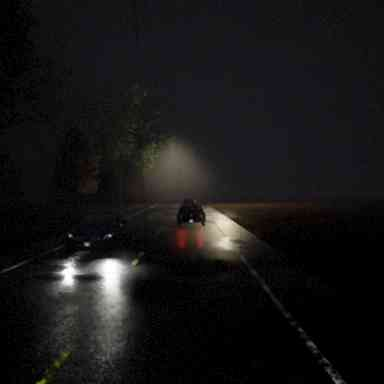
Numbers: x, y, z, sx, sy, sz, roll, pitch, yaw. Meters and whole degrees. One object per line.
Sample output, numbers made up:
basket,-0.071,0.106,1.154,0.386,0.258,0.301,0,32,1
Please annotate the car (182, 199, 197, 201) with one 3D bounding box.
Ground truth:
car,-0.322,1.495,41.043,1.994,1.385,4.181,0,0,-1

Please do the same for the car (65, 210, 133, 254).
car,-3.577,1.501,13.610,1.812,1.442,4.674,0,0,0

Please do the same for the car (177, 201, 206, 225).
car,-0.068,1.556,23.286,1.895,1.301,4.718,0,0,-1
